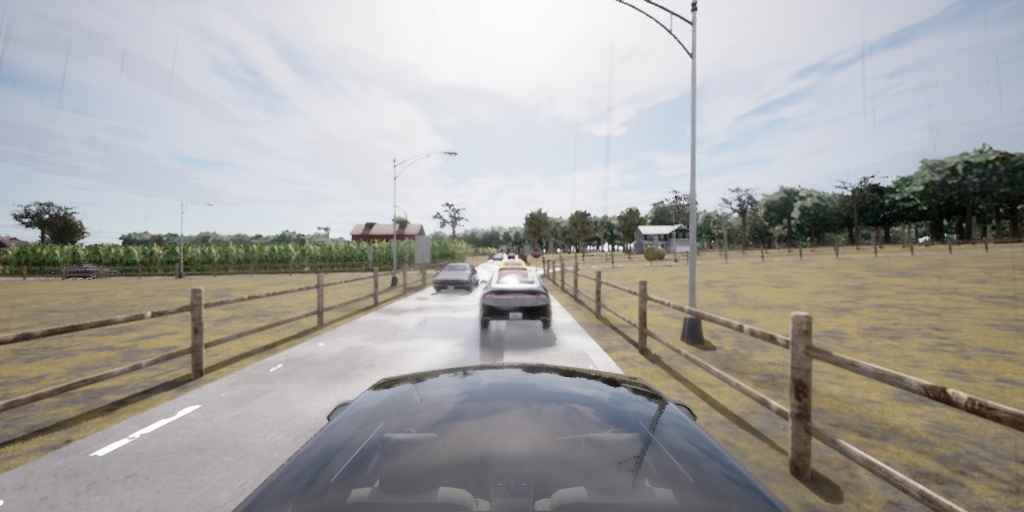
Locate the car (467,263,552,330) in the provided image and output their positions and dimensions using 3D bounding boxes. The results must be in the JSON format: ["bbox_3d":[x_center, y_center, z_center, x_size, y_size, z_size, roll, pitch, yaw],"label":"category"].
[{"bbox_3d":[0.083,1.139,10.710,2.128,1.511,4.902,0,1,0],"label":"car"}]

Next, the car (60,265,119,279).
[{"bbox_3d":[-44.562,1.680,37.898,4.892,1.490,1.837,-1,-1,0],"label":"car"}]

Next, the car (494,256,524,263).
[{"bbox_3d":[0.058,0.970,23.429,1.882,1.535,5.008,0,1,0],"label":"car"}]

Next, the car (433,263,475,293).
[{"bbox_3d":[-2.853,1.089,19.435,2.033,1.411,5.357,0,1,0],"label":"car"}]
